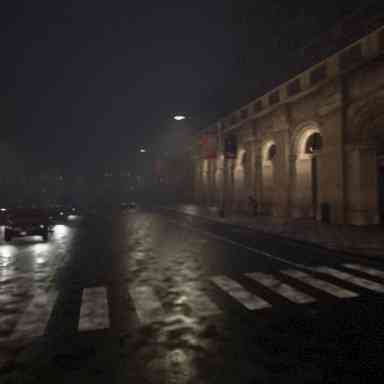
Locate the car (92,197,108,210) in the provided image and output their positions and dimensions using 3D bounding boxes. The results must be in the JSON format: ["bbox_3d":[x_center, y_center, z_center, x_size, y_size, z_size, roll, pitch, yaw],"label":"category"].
[{"bbox_3d":[-12.577,1.469,45.491,2.097,1.767,4.553,-1,0,-15],"label":"car"}]

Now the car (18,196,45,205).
[{"bbox_3d":[-17.328,1.454,36.115,2.150,2.045,5.566,-1,0,-16],"label":"car"}]

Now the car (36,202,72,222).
[{"bbox_3d":[-11.154,1.740,27.089,1.895,1.301,4.718,-1,0,-16],"label":"car"}]

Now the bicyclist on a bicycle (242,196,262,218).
[{"bbox_3d":[4.515,1.148,24.915,1.656,1.620,0.582,-1,0,-16],"label":"bicyclist on a bicycle"}]

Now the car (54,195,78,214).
[{"bbox_3d":[-14.003,1.388,37.273,2.150,2.045,5.566,-1,0,-15],"label":"car"}]

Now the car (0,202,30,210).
[{"bbox_3d":[-14.484,1.770,26.037,1.994,1.385,4.181,-1,0,-15],"label":"car"}]

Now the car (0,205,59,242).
[{"bbox_3d":[-8.404,1.638,17.578,1.812,1.442,4.674,-1,0,-16],"label":"car"}]

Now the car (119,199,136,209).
[{"bbox_3d":[-8.872,1.648,45.481,1.895,1.301,4.718,-1,0,-16],"label":"car"}]
